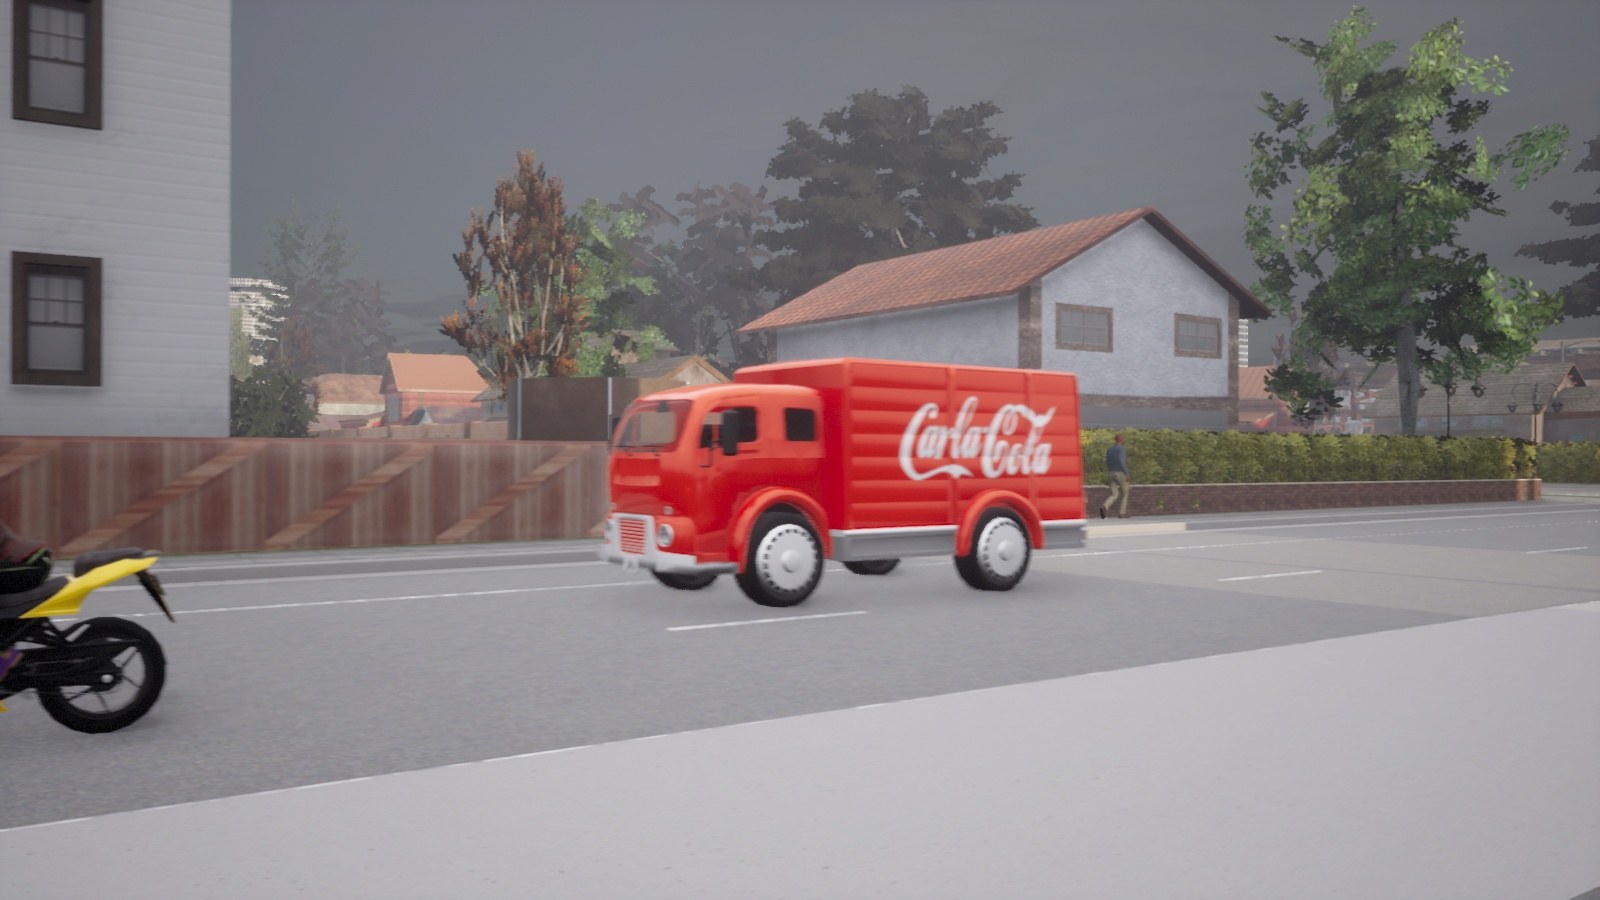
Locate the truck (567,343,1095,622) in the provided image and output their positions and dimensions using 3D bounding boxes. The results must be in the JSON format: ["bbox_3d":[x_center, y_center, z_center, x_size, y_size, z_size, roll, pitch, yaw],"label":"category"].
[{"bbox_3d":[0.421,0.291,13.701,5.204,2.467,2.627,0,0,-35],"label":"truck"}]

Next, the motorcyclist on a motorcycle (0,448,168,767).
[{"bbox_3d":[-4.293,0.751,6.154,2.044,1.523,0.797,0,0,-35],"label":"motorcyclist on a motorcycle"}]

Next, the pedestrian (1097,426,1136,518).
[{"bbox_3d":[6.406,0.449,25.439,0.726,1.835,0.370,0,0,-34],"label":"pedestrian"}]
